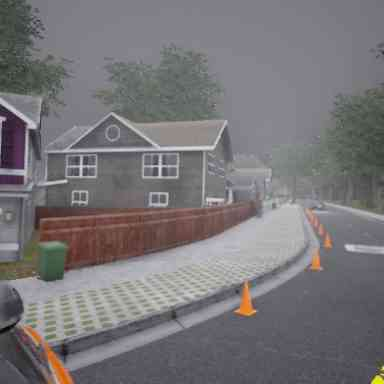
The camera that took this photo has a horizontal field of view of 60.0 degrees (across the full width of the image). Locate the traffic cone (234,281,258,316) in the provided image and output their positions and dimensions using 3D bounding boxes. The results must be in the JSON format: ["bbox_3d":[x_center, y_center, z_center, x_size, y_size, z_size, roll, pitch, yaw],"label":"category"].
[{"bbox_3d":[1.029,1.981,6.313,0.340,0.580,0.340,0,0,42],"label":"traffic cone"}]

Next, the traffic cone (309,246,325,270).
[{"bbox_3d":[3.732,2.001,9.975,0.340,0.580,0.340,1,0,31],"label":"traffic cone"}]

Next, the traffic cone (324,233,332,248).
[{"bbox_3d":[5.735,2.027,14.062,0.340,0.580,0.340,1,0,21],"label":"traffic cone"}]

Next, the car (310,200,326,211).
[{"bbox_3d":[18.875,2.006,49.926,2.128,1.511,4.902,1,0,14],"label":"car"}]

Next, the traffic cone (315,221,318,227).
[{"bbox_3d":[7.232,2.069,18.675,0.340,0.580,0.340,1,0,17],"label":"traffic cone"}]

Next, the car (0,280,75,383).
[{"bbox_3d":[-2.578,1.346,1.012,4.553,1.767,2.097,0,-1,-37],"label":"car"}]

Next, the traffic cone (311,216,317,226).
[{"bbox_3d":[8.728,2.123,23.447,0.340,0.580,0.340,1,0,17],"label":"traffic cone"}]
